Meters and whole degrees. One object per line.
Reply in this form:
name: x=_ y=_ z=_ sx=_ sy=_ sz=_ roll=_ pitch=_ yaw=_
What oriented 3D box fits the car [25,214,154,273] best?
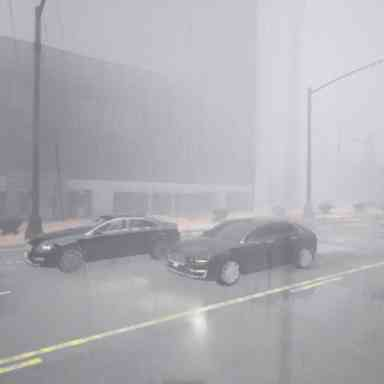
car: x=-2.631 y=1.484 z=10.712 sx=4.902 sy=1.511 sz=2.128 roll=0 pitch=0 yaw=-35

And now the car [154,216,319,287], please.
car: x=1.586 y=1.495 z=9.419 sx=4.892 sy=1.490 sz=1.837 roll=0 pitch=0 yaw=-35
